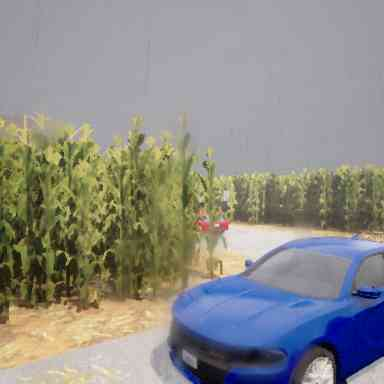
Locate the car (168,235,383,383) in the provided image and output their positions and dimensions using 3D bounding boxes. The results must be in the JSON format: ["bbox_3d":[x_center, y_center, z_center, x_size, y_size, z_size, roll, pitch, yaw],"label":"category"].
[{"bbox_3d":[2.003,1.468,4.938,5.008,1.535,1.882,0,0,-36],"label":"car"}]
